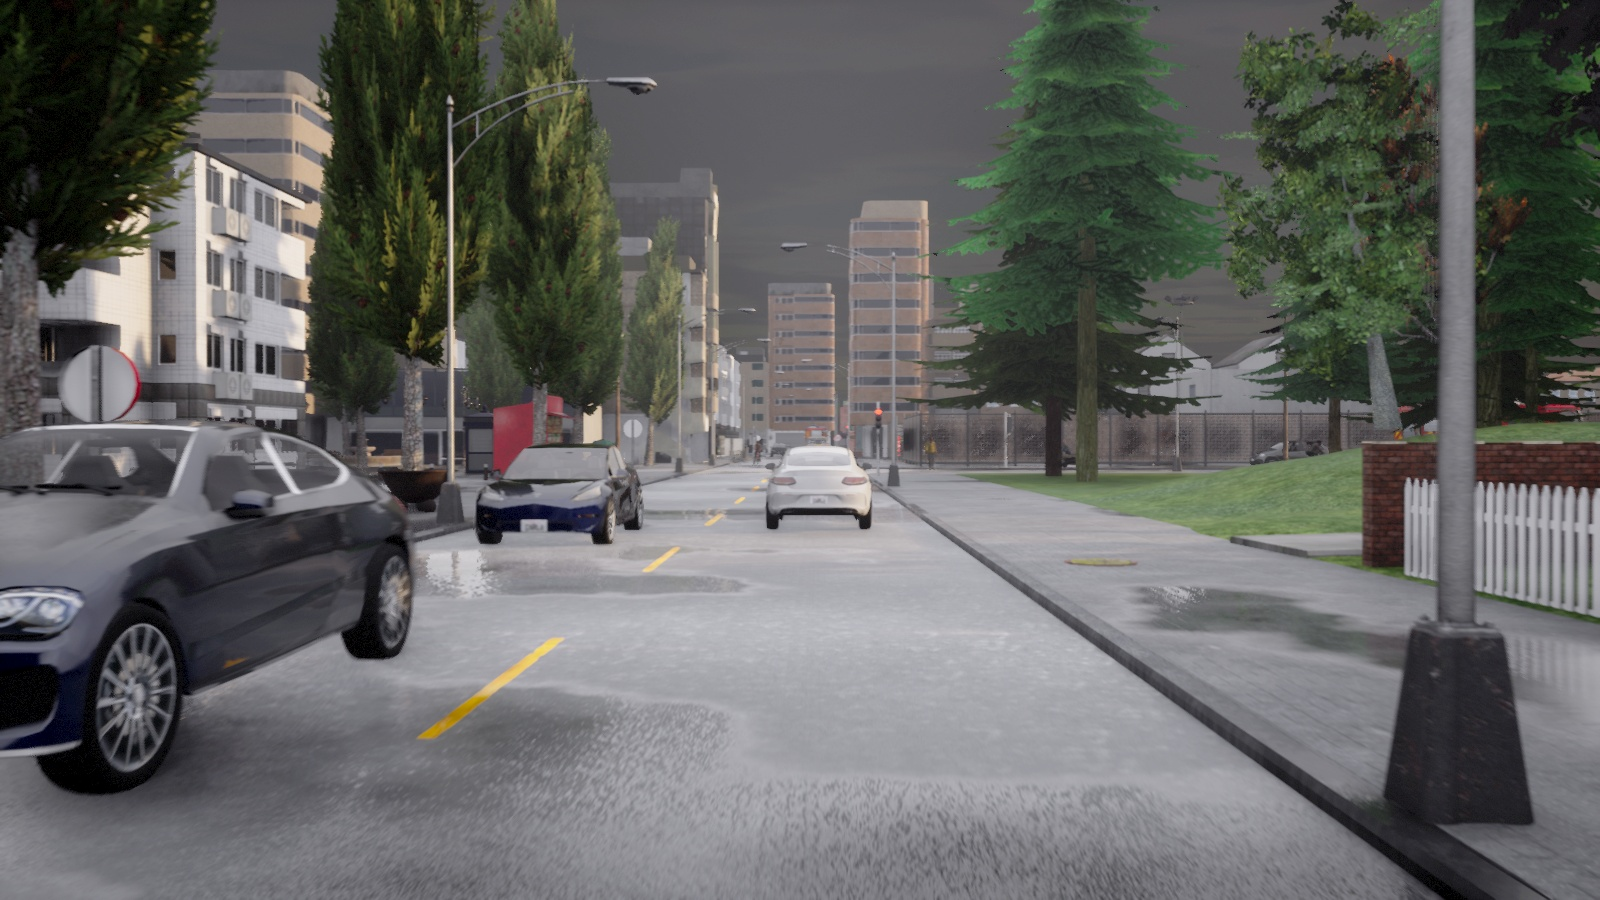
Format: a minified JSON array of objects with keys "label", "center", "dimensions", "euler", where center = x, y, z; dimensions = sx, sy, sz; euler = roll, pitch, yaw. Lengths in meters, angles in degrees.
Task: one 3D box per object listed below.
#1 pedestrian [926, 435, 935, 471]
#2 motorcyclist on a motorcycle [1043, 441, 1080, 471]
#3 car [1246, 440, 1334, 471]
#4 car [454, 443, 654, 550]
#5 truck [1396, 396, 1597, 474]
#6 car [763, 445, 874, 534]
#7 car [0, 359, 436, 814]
[{"label":"pedestrian","center":[6.779,0.144,65.184],"dimensions":[0.370,1.835,0.726],"euler":[0,0,1]},{"label":"motorcyclist on a motorcycle","center":[13.979,0.334,67.136],"dimensions":[1.817,1.590,0.866],"euler":[0,0,1]},{"label":"car","center":[26.103,0.290,66.979],"dimensions":[3.988,1.617,1.851],"euler":[0,0,1]},{"label":"car","center":[-3.712,0.631,19.893],"dimensions":[2.163,1.488,4.792],"euler":[0,0,1]},{"label":"truck","center":[34.726,-0.742,62.850],"dimensions":[8.468,3.827,2.891],"euler":[0,0,-1]},{"label":"car","center":[0.330,0.643,22.902],"dimensions":[1.812,1.442,4.674],"euler":[0,0,1]},{"label":"car","center":[-3.885,0.482,7.084],"dimensions":[2.152,1.651,5.027],"euler":[0,0,1]}]
